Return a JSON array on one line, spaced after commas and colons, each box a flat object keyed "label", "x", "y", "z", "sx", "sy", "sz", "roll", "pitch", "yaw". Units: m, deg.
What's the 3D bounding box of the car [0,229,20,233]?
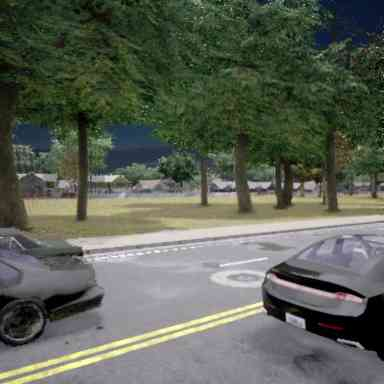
[{"label": "car", "x": -5.208, "y": 1.601, "z": 7.955, "sx": 4.718, "sy": 1.301, "sz": 1.895, "roll": 0, "pitch": 0, "yaw": -35}]

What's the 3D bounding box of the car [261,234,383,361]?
[{"label": "car", "x": 3.347, "y": 1.501, "z": 5.824, "sx": 4.902, "sy": 1.511, "sz": 2.128, "roll": 0, "pitch": 0, "yaw": -35}]

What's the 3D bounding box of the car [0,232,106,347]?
[{"label": "car", "x": -4.053, "y": 1.546, "z": 4.787, "sx": 5.357, "sy": 1.411, "sz": 2.033, "roll": 0, "pitch": 0, "yaw": -35}]
